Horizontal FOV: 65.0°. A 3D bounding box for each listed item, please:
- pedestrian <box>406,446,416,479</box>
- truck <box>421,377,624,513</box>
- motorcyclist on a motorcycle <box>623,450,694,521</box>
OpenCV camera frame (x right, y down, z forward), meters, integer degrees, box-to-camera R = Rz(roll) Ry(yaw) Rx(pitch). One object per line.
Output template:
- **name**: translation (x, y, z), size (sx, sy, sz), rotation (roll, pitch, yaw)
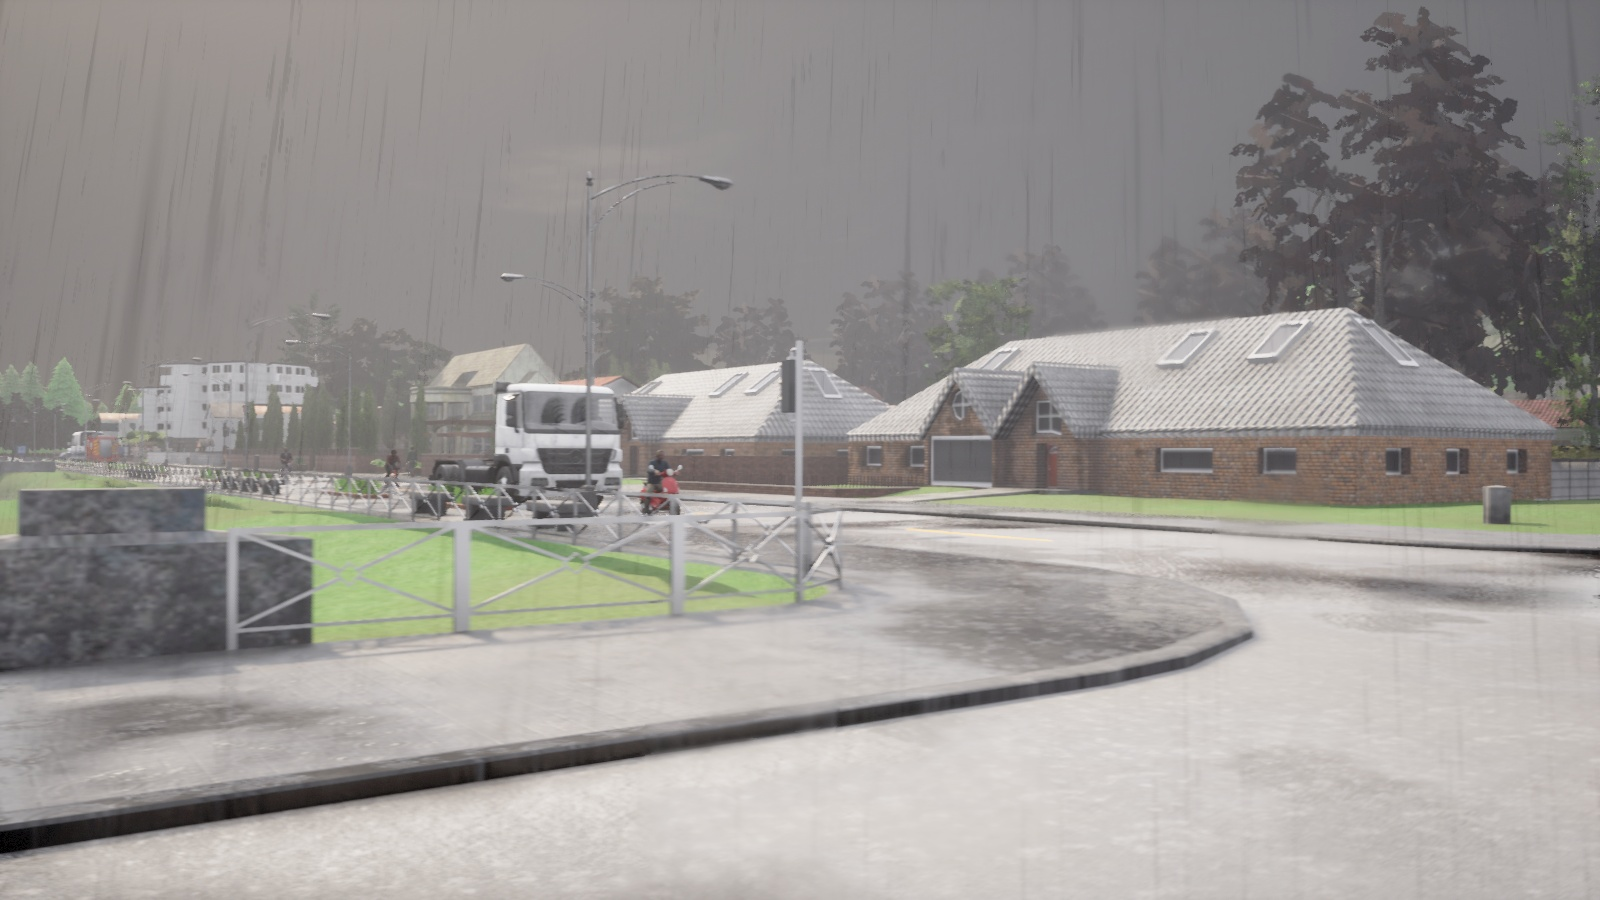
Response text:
- **pedestrian**: translation (-22.076, 0.718, 71.248), size (0.353, 1.847, 0.614), rotation (0, 0, -37)
- **truck**: translation (-8.168, -0.106, 36.071), size (2.891, 3.462, 7.936), rotation (0, 0, -35)
- **motorcyclist on a motorcycle**: translation (-3.296, 0.802, 29.071), size (0.866, 1.590, 1.817), rotation (0, 0, -35)
